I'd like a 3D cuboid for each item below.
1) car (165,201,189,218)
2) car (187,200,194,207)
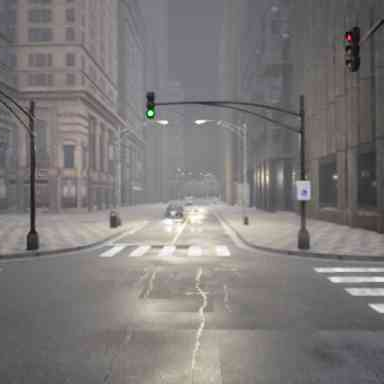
[{"bbox_3d":[-1.836,2.008,36.309,2.128,1.511,4.902,-1,-1,2],"label":"car"},{"bbox_3d":[-0.635,2.584,75.482,2.033,1.411,5.357,-1,-1,2],"label":"car"}]
